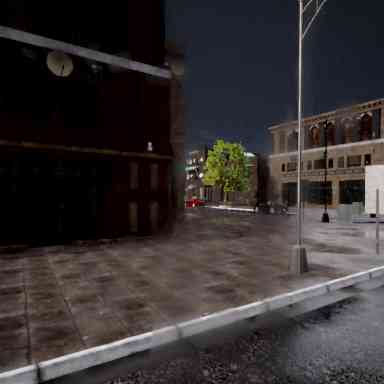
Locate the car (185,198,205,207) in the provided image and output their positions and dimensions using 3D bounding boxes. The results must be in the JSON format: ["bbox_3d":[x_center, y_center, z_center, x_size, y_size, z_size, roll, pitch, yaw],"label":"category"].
[{"bbox_3d":[0.401,1.623,51.451,1.887,1.381,4.507,1,-1,-27],"label":"car"}]

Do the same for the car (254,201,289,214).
[{"bbox_3d":[8.482,1.625,35.977,2.008,1.369,4.403,1,-1,-27],"label":"car"}]
